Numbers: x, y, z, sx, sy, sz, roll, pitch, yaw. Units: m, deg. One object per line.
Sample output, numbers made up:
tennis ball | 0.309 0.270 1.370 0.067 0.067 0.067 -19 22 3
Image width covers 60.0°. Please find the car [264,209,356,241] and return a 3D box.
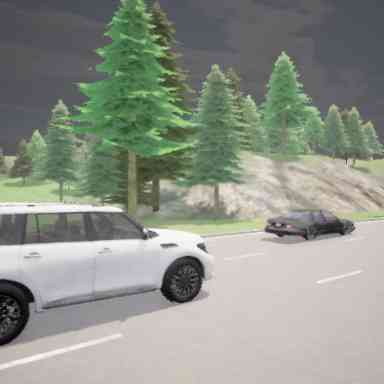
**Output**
car | 5.986 1.546 16.616 5.357 1.411 2.033 0 0 -35

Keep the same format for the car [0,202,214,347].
car | -2.169 1.219 6.498 5.566 2.045 2.150 0 0 -36
